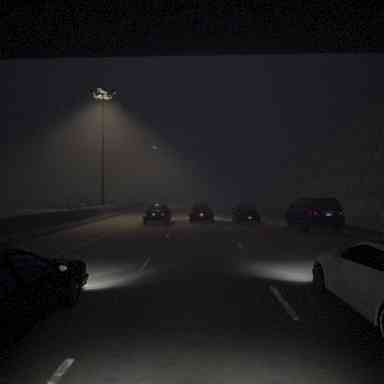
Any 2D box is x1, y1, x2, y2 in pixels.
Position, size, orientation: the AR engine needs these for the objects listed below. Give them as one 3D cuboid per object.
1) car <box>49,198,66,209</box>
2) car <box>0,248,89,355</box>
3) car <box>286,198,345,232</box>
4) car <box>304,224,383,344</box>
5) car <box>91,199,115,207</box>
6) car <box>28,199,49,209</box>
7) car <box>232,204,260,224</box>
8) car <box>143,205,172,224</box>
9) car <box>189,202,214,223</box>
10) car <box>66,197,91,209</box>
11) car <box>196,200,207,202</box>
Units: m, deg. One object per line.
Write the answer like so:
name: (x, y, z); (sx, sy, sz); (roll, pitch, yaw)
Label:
car: (-19.717, 1.688, 51.589); (2.097, 1.767, 4.553); (0, 0, 2)
car: (-3.297, 1.580, 5.020); (2.033, 1.411, 5.357); (0, 0, 2)
car: (7.618, 1.367, 21.019); (2.150, 2.045, 5.566); (0, 0, 1)
car: (3.733, 1.569, 5.988); (1.812, 1.442, 4.674); (0, 0, 1)
car: (-12.802, 1.803, 49.130); (1.882, 1.535, 5.008); (0, -1, 2)
car: (-23.232, 1.813, 51.212); (1.882, 1.535, 5.008); (0, -1, 2)
car: (4.241, 1.706, 26.414); (1.812, 1.442, 4.674); (0, 0, 1)
car: (-2.734, 1.729, 26.953); (2.033, 1.411, 5.357); (0, 0, 1)
car: (0.783, 1.749, 27.598); (1.994, 1.385, 4.181); (0, -1, 1)
car: (-16.298, 1.676, 49.330); (2.097, 1.767, 4.553); (0, 0, 2)
car: (1.144, 1.774, 41.715); (2.128, 1.511, 4.902); (0, 0, 1)
